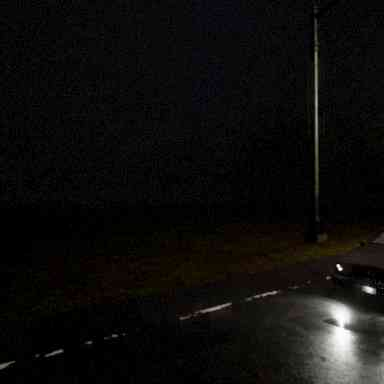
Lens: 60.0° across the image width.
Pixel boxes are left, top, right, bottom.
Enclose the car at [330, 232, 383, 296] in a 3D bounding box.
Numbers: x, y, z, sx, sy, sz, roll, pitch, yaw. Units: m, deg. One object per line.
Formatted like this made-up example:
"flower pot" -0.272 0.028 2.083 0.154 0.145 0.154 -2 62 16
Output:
"car" 5.588 1.476 7.977 5.357 1.411 2.033 -1 0 -35
